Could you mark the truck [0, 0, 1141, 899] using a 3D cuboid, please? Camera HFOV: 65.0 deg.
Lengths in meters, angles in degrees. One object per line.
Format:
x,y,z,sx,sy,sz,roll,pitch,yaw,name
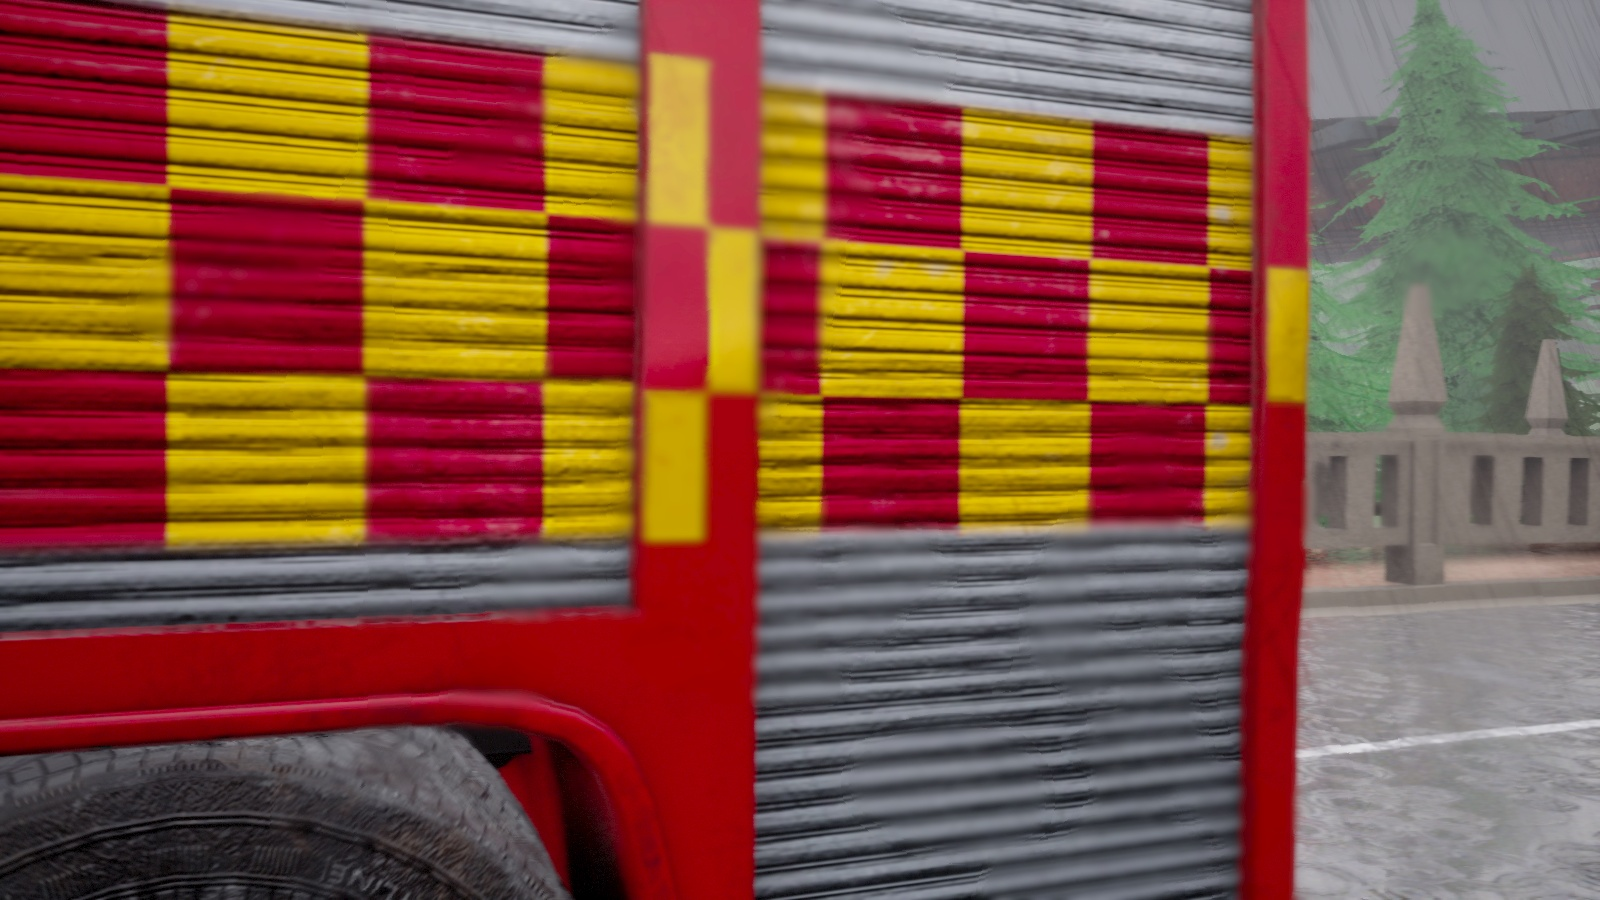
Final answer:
-3.972,-0.334,1.717,8.468,3.827,2.891,-1,1,-21,truck
